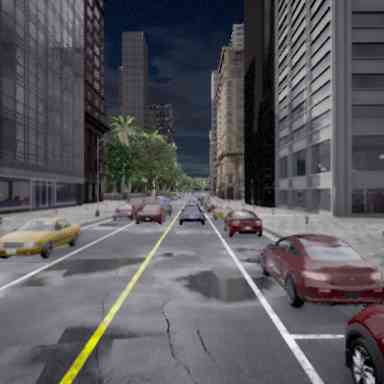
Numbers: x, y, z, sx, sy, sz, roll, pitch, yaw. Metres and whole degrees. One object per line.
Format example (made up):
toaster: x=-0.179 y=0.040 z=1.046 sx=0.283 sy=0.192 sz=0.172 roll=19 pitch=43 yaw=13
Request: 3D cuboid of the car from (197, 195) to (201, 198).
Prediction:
car: x=2.705 y=1.718 z=67.451 sx=2.192 sy=1.841 sz=5.009 roll=0 pitch=0 yaw=0

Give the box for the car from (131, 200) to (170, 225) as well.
car: x=-3.037 y=1.621 z=25.347 sx=1.882 sy=1.535 sz=5.008 roll=0 pitch=-1 yaw=0

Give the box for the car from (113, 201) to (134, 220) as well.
car: x=-5.788 y=1.751 z=29.477 sx=1.802 sy=1.307 sz=4.206 roll=0 pitch=0 yaw=0

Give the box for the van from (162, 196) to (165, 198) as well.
van: x=-5.815 y=1.713 z=62.033 sx=1.690 sy=1.788 sz=3.998 roll=0 pitch=0 yaw=0

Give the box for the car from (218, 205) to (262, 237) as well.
car: x=2.746 y=1.648 z=18.625 sx=1.887 sy=1.381 sz=4.507 roll=0 pitch=0 yaw=0

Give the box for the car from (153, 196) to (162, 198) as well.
car: x=-5.802 y=1.583 z=45.756 sx=2.192 sy=1.841 sz=5.009 roll=0 pitch=0 yaw=0

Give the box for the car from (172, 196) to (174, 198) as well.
car: x=-5.828 y=2.054 z=78.310 sx=1.802 sy=1.307 sz=4.206 roll=0 pitch=0 yaw=0

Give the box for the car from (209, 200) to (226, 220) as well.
car: x=2.737 y=1.692 z=29.645 sx=1.752 sy=1.417 sz=4.829 roll=0 pitch=0 yaw=0

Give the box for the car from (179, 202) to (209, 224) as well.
car: x=0.027 y=1.710 z=25.878 sx=1.994 sy=1.385 sz=4.181 roll=0 pitch=0 yaw=1

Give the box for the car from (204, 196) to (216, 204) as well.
car: x=2.728 y=1.672 z=40.325 sx=1.967 sy=1.590 sz=4.097 roll=0 pitch=0 yaw=0

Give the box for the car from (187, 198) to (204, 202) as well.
car: x=0.026 y=1.777 z=39.841 sx=2.033 sy=1.411 sz=5.357 roll=0 pitch=0 yaw=0

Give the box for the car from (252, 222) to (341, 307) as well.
car: x=2.755 y=1.624 z=7.775 sx=1.802 sy=1.307 sz=4.206 roll=0 pitch=0 yaw=0

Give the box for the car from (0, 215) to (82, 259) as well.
car: x=-5.774 y=1.600 z=13.029 sx=1.752 sy=1.417 sz=4.829 roll=0 pitch=0 yaw=0

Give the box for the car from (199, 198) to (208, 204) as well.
car: x=2.698 y=2.035 z=78.299 sx=1.947 sy=1.339 sz=4.313 roll=0 pitch=0 yaw=0

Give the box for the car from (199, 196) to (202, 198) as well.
car: x=2.711 y=1.895 z=62.194 sx=1.752 sy=1.417 sz=4.829 roll=0 pitch=0 yaw=0

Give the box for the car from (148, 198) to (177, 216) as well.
car: x=-3.027 y=1.693 z=35.076 sx=2.128 sy=1.511 sz=4.902 roll=0 pitch=0 yaw=0

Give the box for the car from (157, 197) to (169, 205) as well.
car: x=-5.819 y=1.846 z=67.459 sx=1.967 sy=1.590 sz=4.097 roll=0 pitch=0 yaw=0

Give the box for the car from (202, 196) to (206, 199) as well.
car: x=2.723 y=1.705 z=45.750 sx=1.967 sy=1.590 sz=4.097 roll=0 pitch=0 yaw=0

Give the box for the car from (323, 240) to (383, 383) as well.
car: x=2.759 y=1.453 z=2.351 sx=1.967 sy=1.590 sz=4.097 roll=0 pitch=0 yaw=0

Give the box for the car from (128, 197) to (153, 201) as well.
car: x=-5.793 y=1.517 z=34.904 sx=2.192 sy=1.841 sz=5.009 roll=0 pitch=0 yaw=0
